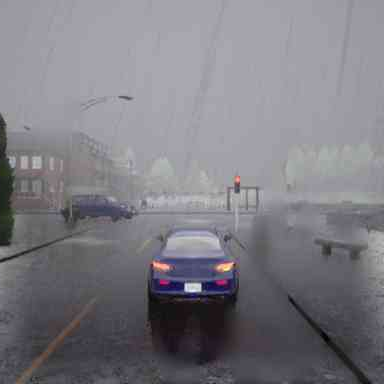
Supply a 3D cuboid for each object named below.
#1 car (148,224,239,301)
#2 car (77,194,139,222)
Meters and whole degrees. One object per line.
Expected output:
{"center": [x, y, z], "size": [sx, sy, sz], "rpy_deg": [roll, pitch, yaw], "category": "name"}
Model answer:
{"center": [0.040, 1.522, 8.187], "size": [1.812, 1.442, 4.674], "rpy_deg": [0, 0, 1], "category": "car"}
{"center": [-7.018, 1.212, 26.585], "size": [5.566, 2.045, 2.150], "rpy_deg": [0, -1, 22], "category": "car"}
